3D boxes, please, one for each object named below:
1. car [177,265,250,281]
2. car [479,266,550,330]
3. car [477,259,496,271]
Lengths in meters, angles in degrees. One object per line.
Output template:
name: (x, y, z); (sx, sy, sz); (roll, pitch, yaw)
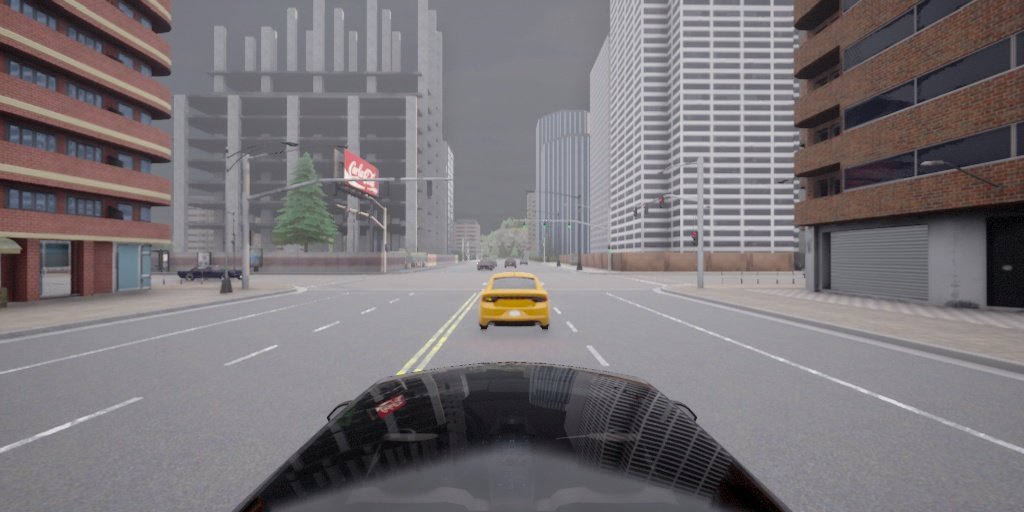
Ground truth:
car: (-24.937, 1.432, 30.098); (4.718, 1.301, 1.895); (0, 0, -1)
car: (0.054, 1.255, 11.294); (1.882, 1.535, 5.008); (0, 0, 0)
car: (-3.896, 1.247, 52.545); (2.097, 1.767, 4.553); (0, 0, 0)
